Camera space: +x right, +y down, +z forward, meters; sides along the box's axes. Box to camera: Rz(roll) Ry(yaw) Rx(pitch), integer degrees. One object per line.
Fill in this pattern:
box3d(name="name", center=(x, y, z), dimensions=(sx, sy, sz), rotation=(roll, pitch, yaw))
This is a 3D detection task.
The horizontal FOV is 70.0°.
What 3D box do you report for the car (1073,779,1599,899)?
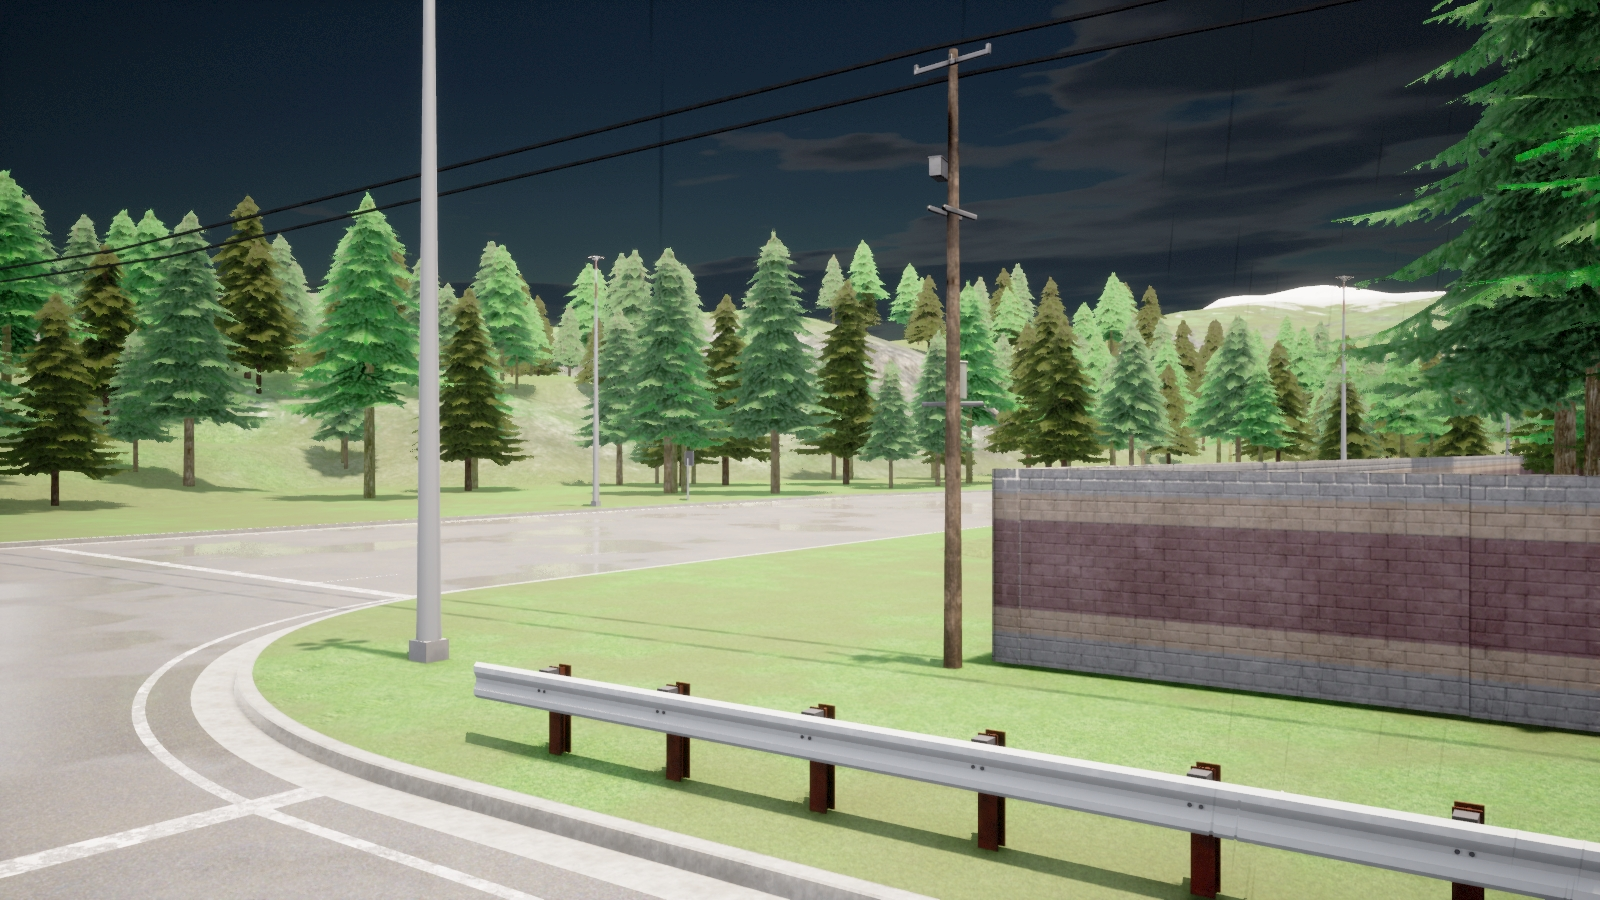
box3d(name="car", center=(3.010, 1.982, 1.681), dimensions=(5.238, 1.638, 2.097), rotation=(0, 0, 35))
